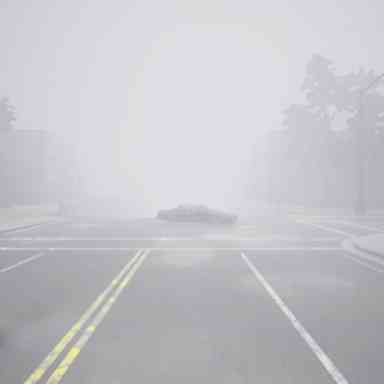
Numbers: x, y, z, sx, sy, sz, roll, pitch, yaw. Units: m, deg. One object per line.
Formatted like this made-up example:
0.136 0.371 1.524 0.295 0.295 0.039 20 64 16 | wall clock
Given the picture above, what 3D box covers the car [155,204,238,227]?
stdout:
0.281 1.498 21.993 5.357 1.411 2.033 1 0 17 | car
